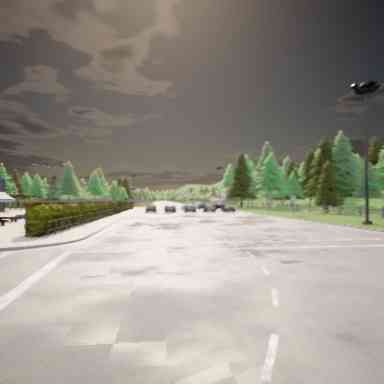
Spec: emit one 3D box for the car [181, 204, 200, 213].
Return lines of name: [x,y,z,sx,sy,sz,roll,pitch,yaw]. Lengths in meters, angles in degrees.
car: [-0.313,2.944,59.854,2.128,1.511,4.902,0,-1,-6]

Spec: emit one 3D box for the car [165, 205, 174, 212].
car: [-4.684,3.289,68.668,1.895,1.301,4.718,0,-1,-6]

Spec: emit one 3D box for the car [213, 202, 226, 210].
car: [5.769,2.976,69.659,1.882,1.535,5.008,0,-1,-6]

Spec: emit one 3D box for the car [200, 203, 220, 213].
car: [3.170,2.939,60.192,2.128,1.511,4.902,0,-1,-6]

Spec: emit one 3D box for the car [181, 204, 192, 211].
car: [-1.198,3.146,68.979,1.812,1.442,4.674,0,-1,-6]

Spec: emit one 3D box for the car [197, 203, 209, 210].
car: [2.285,3.018,69.320,1.837,1.490,4.892,0,-1,-6]

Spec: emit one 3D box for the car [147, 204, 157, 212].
car: [-8.165,3.249,68.301,1.994,1.385,4.181,0,-1,-6]

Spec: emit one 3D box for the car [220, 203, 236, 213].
car: [6.652,3.044,60.558,1.895,1.301,4.718,0,-1,-6]

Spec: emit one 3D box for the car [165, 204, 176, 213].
car: [-3.797,2.949,59.516,2.128,1.511,4.902,0,-1,-6]

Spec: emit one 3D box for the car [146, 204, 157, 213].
car: [-7.266,2.978,59.660,1.837,1.490,4.892,0,-1,-5]
